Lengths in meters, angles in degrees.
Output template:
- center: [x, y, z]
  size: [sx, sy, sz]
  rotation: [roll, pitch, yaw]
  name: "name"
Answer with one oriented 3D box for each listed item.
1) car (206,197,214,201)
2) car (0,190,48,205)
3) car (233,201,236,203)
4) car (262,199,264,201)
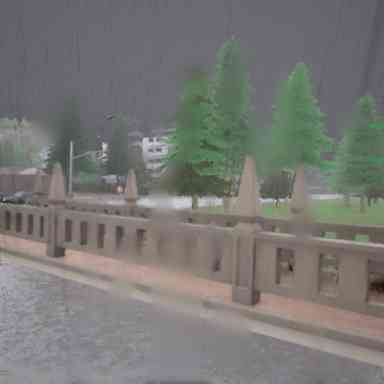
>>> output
- center: [3.717, 0.809, 53.605]
  size: [1.895, 1.301, 4.718]
  rotation: [2, 1, 38]
  name: "car"
- center: [-16.357, 0.614, 33.157]
  size: [2.033, 1.411, 5.357]
  rotation: [2, 1, 38]
  name: "car"
- center: [6.610, 0.813, 51.623]
  size: [2.128, 1.511, 4.902]
  rotation: [2, 1, 38]
  name: "car"
- center: [12.266, 0.832, 59.153]
  size: [1.837, 1.490, 4.892]
  rotation: [2, 1, 37]
  name: "car"
